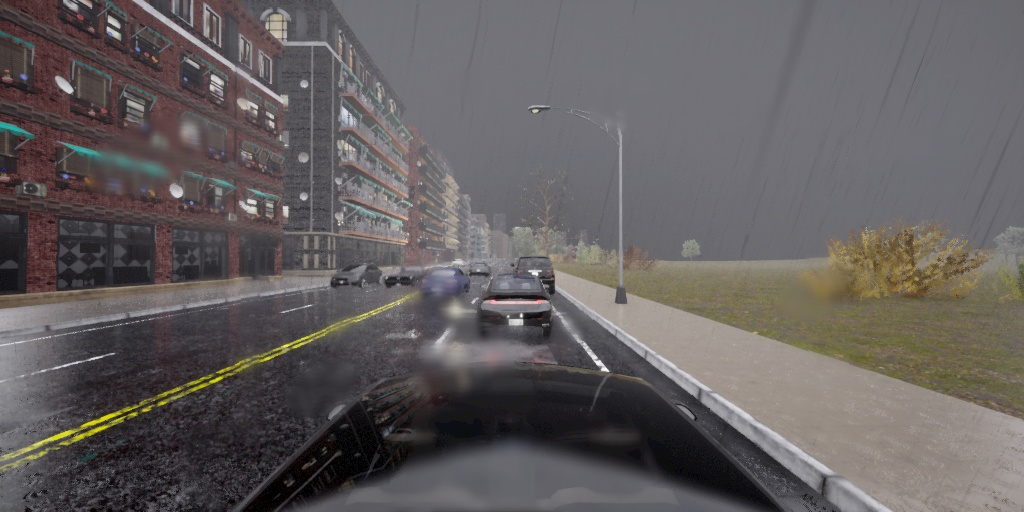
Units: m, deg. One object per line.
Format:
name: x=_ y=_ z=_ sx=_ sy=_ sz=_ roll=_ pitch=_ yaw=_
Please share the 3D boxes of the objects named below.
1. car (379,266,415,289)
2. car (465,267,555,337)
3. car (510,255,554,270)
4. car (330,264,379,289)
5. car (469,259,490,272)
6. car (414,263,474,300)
car: x=-6.620 y=1.353 z=23.097 sx=1.895 sy=1.301 sz=4.718 roll=0 pitch=0 yaw=0
car: x=0.092 y=1.243 z=10.292 sx=2.128 sy=1.511 sz=4.902 roll=0 pitch=0 yaw=0
car: x=1.120 y=0.977 z=20.162 sx=2.150 sy=2.045 sz=5.566 roll=0 pitch=0 yaw=0
car: x=-9.872 y=1.257 z=23.188 sx=1.837 sy=1.490 sz=4.892 roll=0 pitch=0 yaw=0
car: x=-3.184 y=1.316 z=35.970 sx=1.994 sy=1.385 sz=4.181 roll=0 pitch=0 yaw=0
car: x=-3.167 y=1.277 z=17.631 sx=1.812 sy=1.442 sz=4.674 roll=0 pitch=0 yaw=0
